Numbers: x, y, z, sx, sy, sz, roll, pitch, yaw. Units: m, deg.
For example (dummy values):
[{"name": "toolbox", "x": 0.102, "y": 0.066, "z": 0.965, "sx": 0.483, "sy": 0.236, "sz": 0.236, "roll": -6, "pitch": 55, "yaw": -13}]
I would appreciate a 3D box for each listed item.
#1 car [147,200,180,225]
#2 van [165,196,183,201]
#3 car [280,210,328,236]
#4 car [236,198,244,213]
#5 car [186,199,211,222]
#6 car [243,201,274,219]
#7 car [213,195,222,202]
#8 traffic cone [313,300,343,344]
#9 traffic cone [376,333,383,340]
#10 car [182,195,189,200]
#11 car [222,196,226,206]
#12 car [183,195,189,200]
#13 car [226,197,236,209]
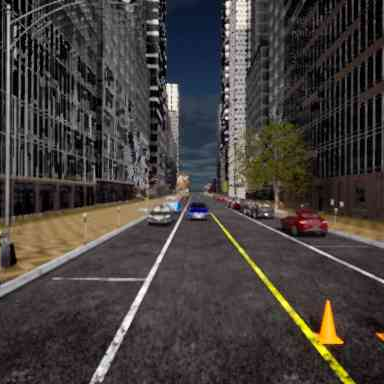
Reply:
[{"name": "car", "x": -2.200, "y": 1.565, "z": 24.306, "sx": 2.008, "sy": 1.369, "sz": 4.403, "roll": 0, "pitch": 0, "yaw": 0}, {"name": "van", "x": -2.130, "y": 1.359, "z": 35.691, "sx": 1.690, "sy": 1.788, "sz": 3.998, "roll": 0, "pitch": 0, "yaw": 0}, {"name": "car", "x": 6.147, "y": 1.641, "z": 18.560, "sx": 1.802, "sy": 1.307, "sz": 4.206, "roll": 0, "pitch": 0, "yaw": 0}, {"name": "car", "x": 6.249, "y": 1.620, "z": 35.637, "sx": 2.008, "sy": 1.369, "sz": 4.403, "roll": 0, "pitch": 0, "yaw": 0}, {"name": "car", "x": 0.507, "y": 1.558, "z": 27.062, "sx": 1.812, "sy": 1.442, "sz": 4.674, "roll": 0, "pitch": 0, "yaw": 0}, {"name": "car", "x": 6.215, "y": 1.619, "z": 29.945, "sx": 2.008, "sy": 1.369, "sz": 4.403, "roll": 0, "pitch": 0, "yaw": 0}, {"name": "car", "x": 6.487, "y": 1.594, "z": 75.484, "sx": 1.887, "sy": 1.381, "sz": 4.507, "roll": 0, "pitch": 0, "yaw": 0}, {"name": "traffic cone", "x": 2.099, "y": 1.974, "z": 5.140, "sx": 0.340, "sy": 0.580, "sz": 0.340, "roll": 0, "pitch": 0, "yaw": 0}, {"name": "traffic cone", "x": 3.099, "y": 1.981, "z": 5.135, "sx": 0.340, "sy": 0.580, "sz": 0.340, "roll": 0, "pitch": 0, "yaw": 0}, {"name": "car", "x": -1.792, "y": 1.558, "z": 92.618, "sx": 1.802, "sy": 1.307, "sz": 4.206, "roll": 0, "pitch": 0, "yaw": 0}, {"name": "car", "x": 6.351, "y": 1.504, "z": 52.714, "sx": 1.967, "sy": 1.590, "sz": 4.097, "roll": 0, "pitch": 0, "yaw": 0}, {"name": "car", "x": -1.826, "y": 1.529, "z": 86.924, "sx": 1.887, "sy": 1.381, "sz": 4.507, "roll": 0, "pitch": 0, "yaw": 0}, {"name": "car", "x": 6.317, "y": 1.506, "z": 47.022, "sx": 1.967, "sy": 1.590, "sz": 4.097, "roll": 0, "pitch": 0, "yaw": 0}]
